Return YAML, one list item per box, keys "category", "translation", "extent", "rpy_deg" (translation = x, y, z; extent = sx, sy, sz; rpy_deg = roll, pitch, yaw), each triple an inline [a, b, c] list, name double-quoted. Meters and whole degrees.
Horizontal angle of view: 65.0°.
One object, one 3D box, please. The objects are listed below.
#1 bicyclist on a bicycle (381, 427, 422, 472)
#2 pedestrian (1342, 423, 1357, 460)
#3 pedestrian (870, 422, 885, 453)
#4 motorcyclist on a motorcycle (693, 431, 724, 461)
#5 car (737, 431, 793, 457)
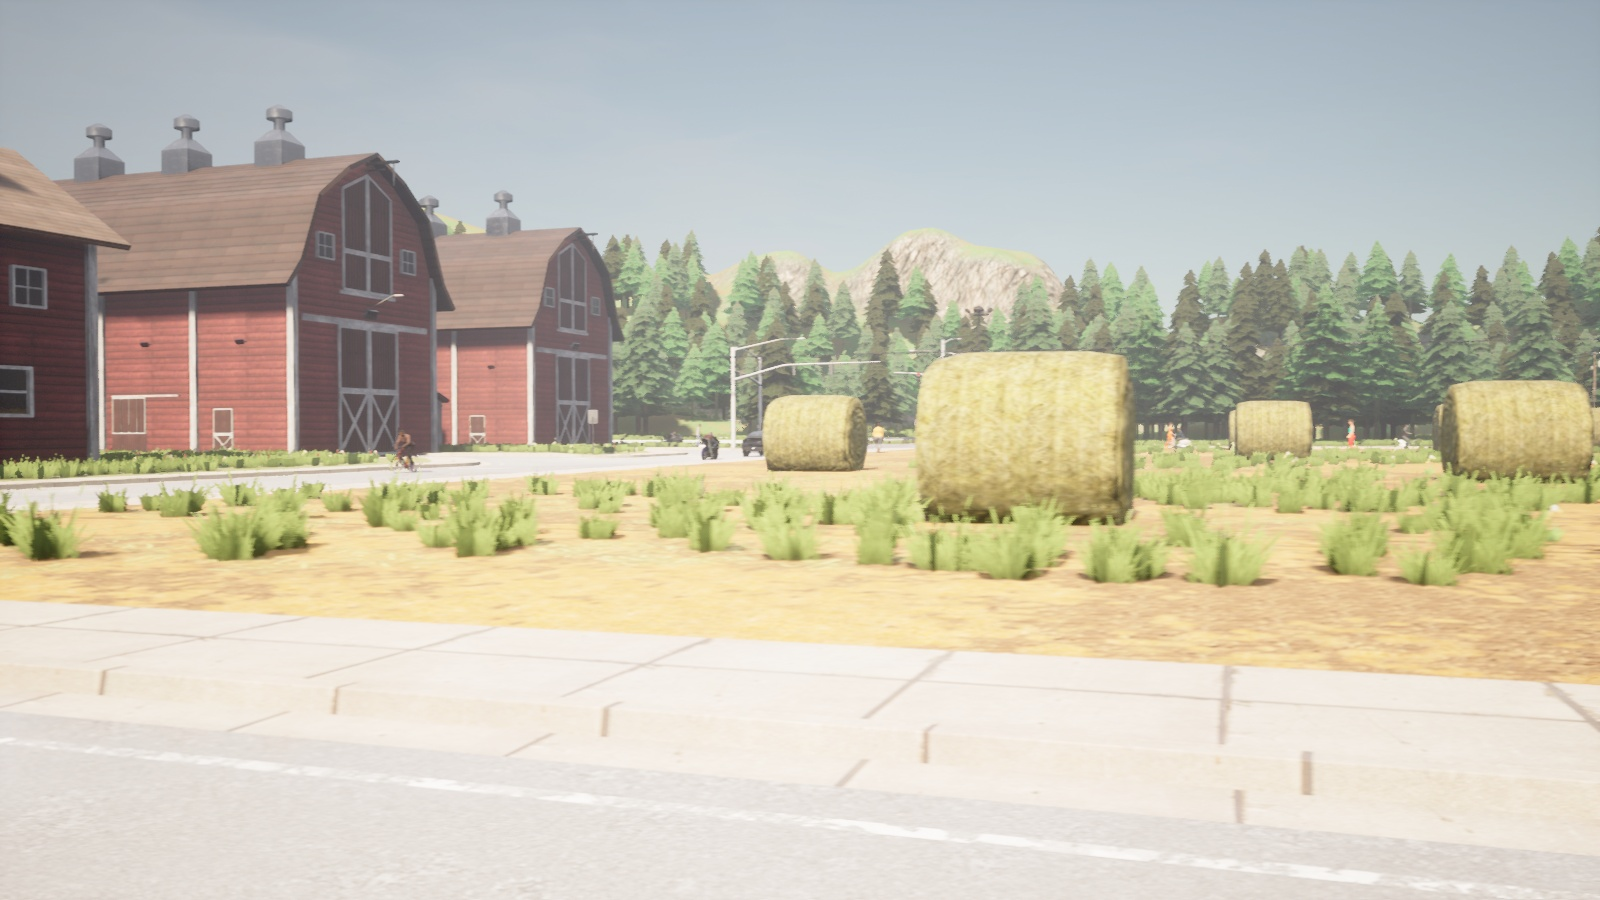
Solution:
- category: "bicyclist on a bicycle"
  translation: [-14.639, -0.041, 46.133]
  extent: [0.582, 1.620, 1.656]
  rpy_deg: [1, 1, 18]
- category: "pedestrian"
  translation: [27.244, -0.443, 62.261]
  extent: [0.594, 1.836, 0.345]
  rpy_deg: [1, 1, 28]
- category: "pedestrian"
  translation: [4.608, -0.731, 74.929]
  extent: [0.874, 1.855, 0.900]
  rpy_deg: [0, 1, 3]
- category: "motorcyclist on a motorcycle"
  translation: [-4.757, -0.235, 65.537]
  extent: [0.866, 1.530, 2.191]
  rpy_deg: [1, 1, 18]
- category: "car"
  translation: [-2.020, -0.389, 74.091]
  extent: [1.837, 1.490, 4.892]
  rpy_deg: [1, 1, 17]
